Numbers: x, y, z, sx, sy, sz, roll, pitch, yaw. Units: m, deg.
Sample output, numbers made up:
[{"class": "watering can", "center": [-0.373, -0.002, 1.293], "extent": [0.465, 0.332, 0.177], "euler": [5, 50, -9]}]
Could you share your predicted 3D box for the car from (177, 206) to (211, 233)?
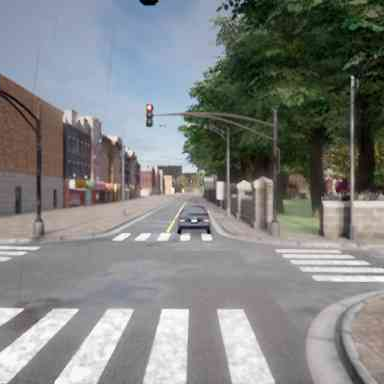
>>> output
[{"class": "car", "center": [0.116, 1.517, 19.459], "extent": [2.033, 1.411, 5.357], "euler": [0, 0, 0]}]
